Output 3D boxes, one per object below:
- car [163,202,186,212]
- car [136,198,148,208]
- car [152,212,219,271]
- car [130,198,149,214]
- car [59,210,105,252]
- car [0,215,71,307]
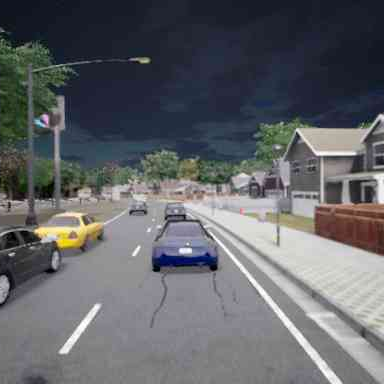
[{"bbox_3d":[-1.478,1.617,29.011,2.033,1.411,5.357,0,0,-5],"label":"car"},{"bbox_3d":[-8.034,1.675,53.242,1.812,1.442,4.674,-1,0,-9],"label":"car"},{"bbox_3d":[-0.267,1.595,11.168,1.994,1.385,4.181,0,0,-3],"label":"car"},{"bbox_3d":[-5.819,1.666,36.546,2.033,1.411,5.357,-1,0,-6],"label":"car"},{"bbox_3d":[-5.025,1.531,14.209,1.801,1.575,5.366,0,0,-3],"label":"car"},{"bbox_3d":[-4.739,1.565,8.014,1.837,1.490,4.892,0,0,-2],"label":"car"}]
